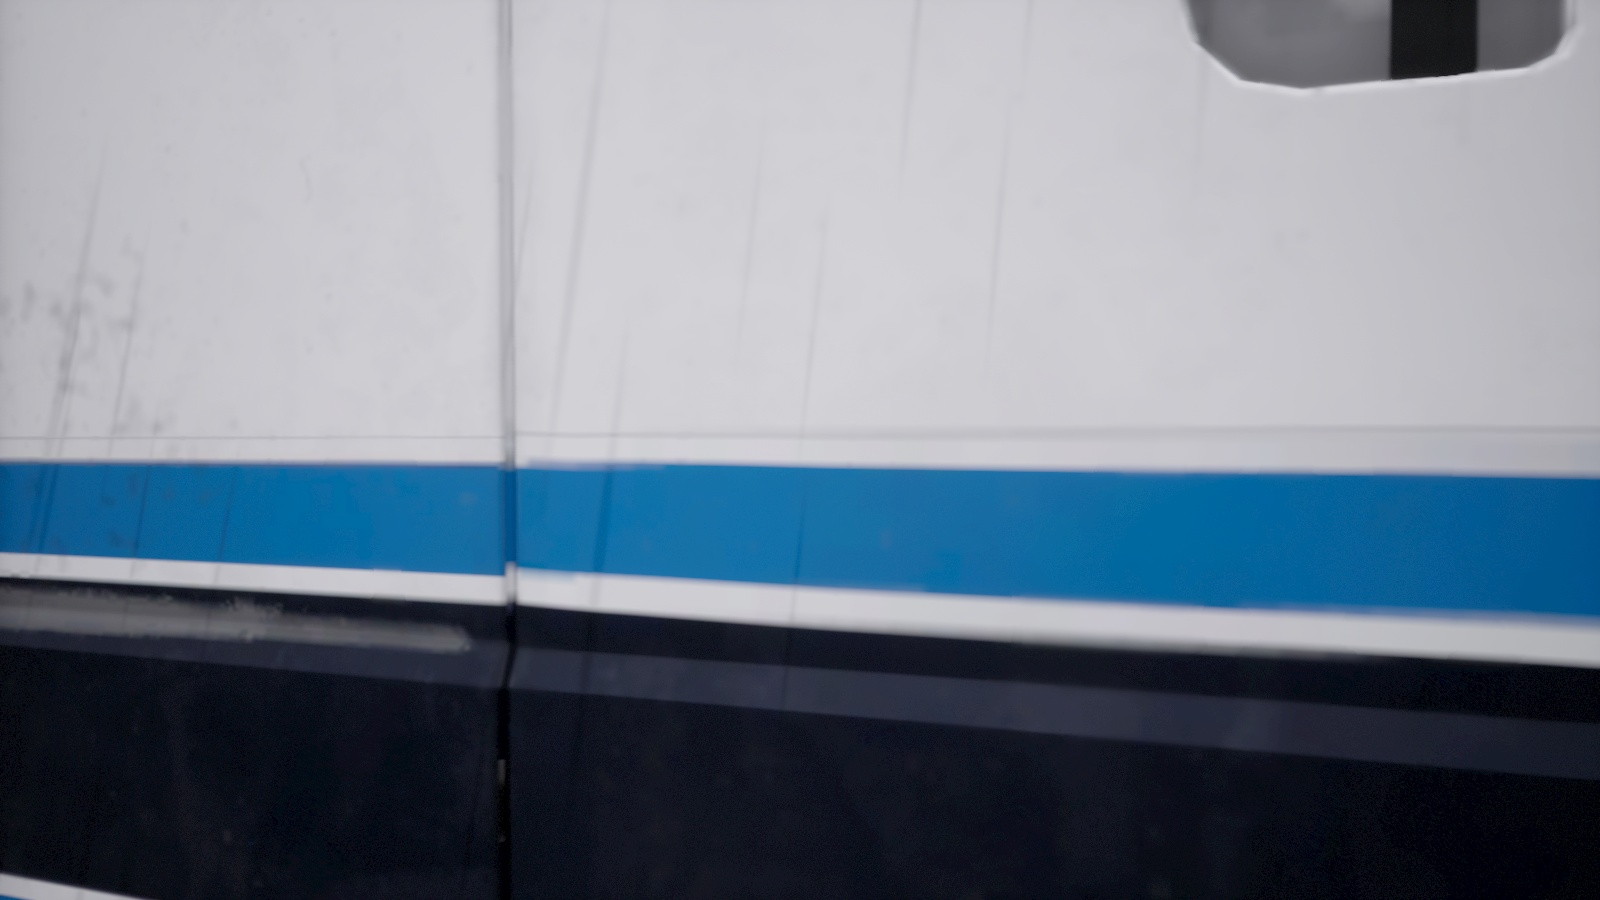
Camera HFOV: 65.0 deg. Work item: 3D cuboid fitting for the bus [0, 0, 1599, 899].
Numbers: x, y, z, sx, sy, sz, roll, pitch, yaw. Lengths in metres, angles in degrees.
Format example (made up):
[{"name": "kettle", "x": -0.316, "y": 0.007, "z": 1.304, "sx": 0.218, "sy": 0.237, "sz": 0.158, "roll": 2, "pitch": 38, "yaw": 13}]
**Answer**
[{"name": "bus", "x": -0.489, "y": -0.601, "z": 3.277, "sx": 10.273, "sy": 4.253, "sz": 3.944, "roll": 1, "pitch": 1, "yaw": 22}]
